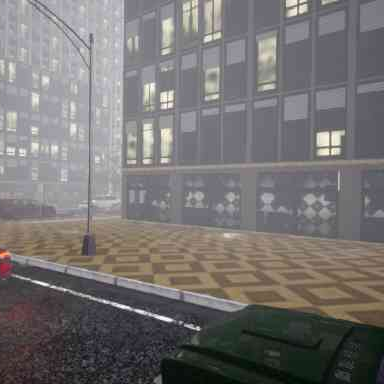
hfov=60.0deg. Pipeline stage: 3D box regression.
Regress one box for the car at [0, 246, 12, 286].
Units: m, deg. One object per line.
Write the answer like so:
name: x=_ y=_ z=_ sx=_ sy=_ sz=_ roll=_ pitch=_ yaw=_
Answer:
car: x=-6.128 y=1.521 z=8.018 sx=4.674 sy=1.442 sz=1.812 roll=0 pitch=0 yaw=35

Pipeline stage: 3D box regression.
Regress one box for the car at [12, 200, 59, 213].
car: x=-18.395 y=1.643 z=39.327 sx=1.752 sy=1.417 sz=4.829 roll=1 pitch=0 yaw=36

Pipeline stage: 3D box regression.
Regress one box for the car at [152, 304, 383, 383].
car: x=1.983 y=1.601 z=2.272 sx=4.718 sy=1.301 sz=1.895 roll=0 pitch=0 yaw=35

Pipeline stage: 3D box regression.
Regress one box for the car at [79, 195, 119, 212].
car: x=-11.985 y=1.446 z=43.655 sx=2.150 sy=2.045 sz=5.566 roll=1 pitch=0 yaw=36

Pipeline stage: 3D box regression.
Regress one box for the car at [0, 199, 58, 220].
car: x=-14.875 y=1.519 z=29.960 sx=2.192 sy=1.841 sz=5.009 roll=1 pitch=0 yaw=36

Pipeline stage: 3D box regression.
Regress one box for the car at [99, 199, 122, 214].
car: x=-8.100 y=1.830 z=39.188 sx=1.752 sy=1.417 sz=4.829 roll=1 pitch=0 yaw=36
